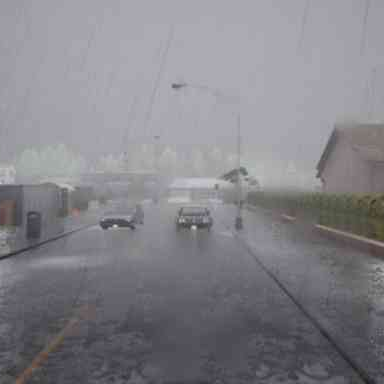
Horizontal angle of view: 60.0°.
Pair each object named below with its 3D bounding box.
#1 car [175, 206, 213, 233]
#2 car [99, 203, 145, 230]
[{"bbox_3d":[0.102,1.438,18.600,1.895,1.301,4.718,0,0,0],"label":"car"},{"bbox_3d":[-4.000,1.372,20.044,2.033,1.411,5.357,0,0,0],"label":"car"}]
